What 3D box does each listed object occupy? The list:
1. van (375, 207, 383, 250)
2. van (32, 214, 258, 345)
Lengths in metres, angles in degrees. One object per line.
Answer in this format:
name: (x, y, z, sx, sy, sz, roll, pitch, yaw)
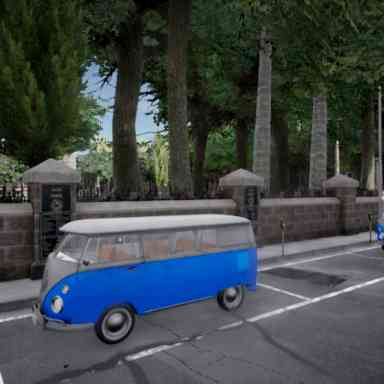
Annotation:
van: (8.621, 1.334, 12.658, 3.998, 1.788, 1.690, 0, 0, -35)
van: (-0.601, 1.340, 6.101, 3.998, 1.788, 1.690, 0, 0, -35)
